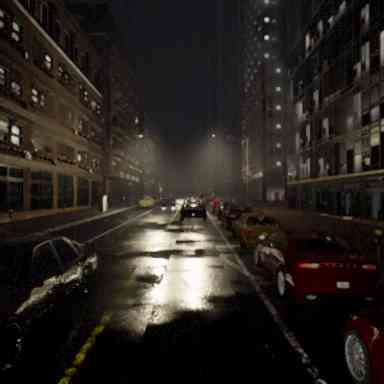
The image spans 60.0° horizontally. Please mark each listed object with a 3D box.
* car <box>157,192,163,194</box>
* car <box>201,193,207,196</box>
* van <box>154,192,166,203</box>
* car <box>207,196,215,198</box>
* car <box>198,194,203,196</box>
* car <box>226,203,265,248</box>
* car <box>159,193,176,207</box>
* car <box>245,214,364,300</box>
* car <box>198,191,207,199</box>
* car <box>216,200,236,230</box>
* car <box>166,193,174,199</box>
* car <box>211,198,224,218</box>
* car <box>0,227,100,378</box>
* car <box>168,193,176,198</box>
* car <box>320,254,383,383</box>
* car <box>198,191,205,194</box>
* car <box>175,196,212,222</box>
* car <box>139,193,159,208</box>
[{"bbox_3d":[-5.679,1.090,53.804,1.967,1.590,4.097,1,0,0],"label":"car"},{"bbox_3d":[2.666,1.230,47.988,1.887,1.381,4.507,1,0,0],"label":"car"},{"bbox_3d":[-5.678,0.958,59.501,1.690,1.788,3.998,1,0,0],"label":"van"},{"bbox_3d":[2.669,1.336,30.894,1.887,1.381,4.507,1,0,0],"label":"car"},{"bbox_3d":[0.099,1.322,42.022,1.895,1.301,4.718,0,0,0],"label":"car"},{"bbox_3d":[2.671,1.429,13.972,1.752,1.417,4.829,1,0,0],"label":"car"},{"bbox_3d":[-3.097,1.250,44.990,2.033,1.411,5.357,0,0,0],"label":"car"},{"bbox_3d":[2.672,1.488,8.103,1.887,1.381,4.507,1,0,0],"label":"car"},{"bbox_3d":[2.665,0.777,87.875,2.192,1.841,5.009,1,0,0],"label":"car"},{"bbox_3d":[2.670,1.411,19.500,1.887,1.381,4.507,1,0,0],"label":"car"},{"bbox_3d":[-5.687,1.043,87.989,1.802,1.307,4.206,1,0,0],"label":"car"},{"bbox_3d":[2.669,1.379,25.197,2.008,1.369,4.403,1,0,0],"label":"car"},{"bbox_3d":[-3.100,1.508,5.703,2.033,1.411,5.357,0,0,0],"label":"car"},{"bbox_3d":[-5.687,1.000,93.685,1.947,1.339,4.313,1,0,0],"label":"car"},{"bbox_3d":[2.671,1.565,2.405,1.802,1.307,4.206,1,0,0],"label":"car"},{"bbox_3d":[2.665,0.960,76.478,1.967,1.590,4.097,1,0,0],"label":"car"},{"bbox_3d":[0.098,1.322,24.852,2.128,1.511,4.902,0,0,0],"label":"car"},{"bbox_3d":[-5.679,1.245,42.240,1.752,1.417,4.829,1,0,0],"label":"car"}]
